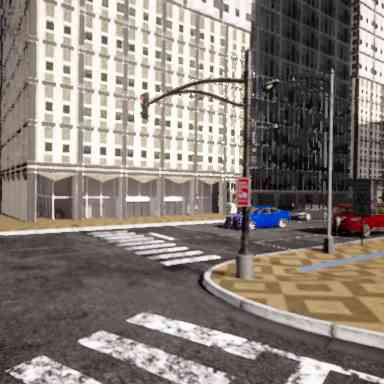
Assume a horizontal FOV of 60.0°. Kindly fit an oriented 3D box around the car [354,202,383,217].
[{"bbox_3d":[19.906,1.826,36.389,4.829,1.417,1.752,0,1,-34],"label":"car"}]

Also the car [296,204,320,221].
[{"bbox_3d":[10.690,1.793,30.080,4.403,1.369,2.008,0,1,-34],"label":"car"}]

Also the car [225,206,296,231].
[{"bbox_3d":[4.548,1.718,22.888,5.008,1.535,1.882,0,1,-34],"label":"car"}]

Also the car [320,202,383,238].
[{"bbox_3d":[10.467,1.673,20.373,5.009,1.841,2.192,0,1,-34],"label":"car"}]
